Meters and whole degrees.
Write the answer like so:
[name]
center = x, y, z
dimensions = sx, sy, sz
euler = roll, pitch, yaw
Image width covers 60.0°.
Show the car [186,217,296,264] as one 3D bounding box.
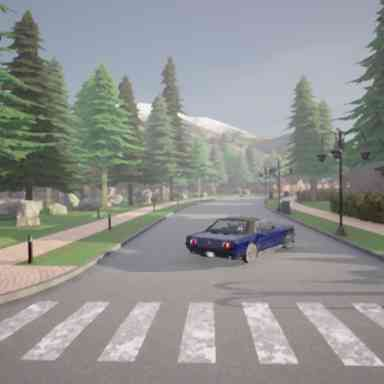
[car]
center = 1.962, 1.534, 11.751
dimensions = 1.895, 1.301, 4.718
euler = 0, 1, 39
